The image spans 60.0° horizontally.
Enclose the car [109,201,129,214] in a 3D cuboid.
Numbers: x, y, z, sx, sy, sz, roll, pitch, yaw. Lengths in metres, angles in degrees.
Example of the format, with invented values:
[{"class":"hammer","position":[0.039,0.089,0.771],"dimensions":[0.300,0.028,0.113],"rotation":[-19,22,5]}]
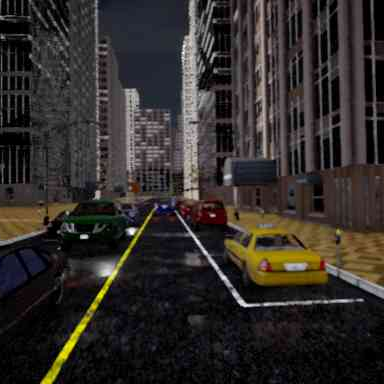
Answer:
[{"class":"car","position":[-9.315,1.953,42.871],"dimensions":[1.887,1.381,4.507],"rotation":[0,0,-5]}]

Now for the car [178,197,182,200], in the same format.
[{"class":"car","position":[-1.942,1.896,54.872],"dimensions":[1.887,1.381,4.507],"rotation":[0,0,-5]}]

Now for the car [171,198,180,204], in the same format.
[{"class":"car","position":[-3.885,2.060,77.353],"dimensions":[2.008,1.369,4.403],"rotation":[0,0,-5]}]

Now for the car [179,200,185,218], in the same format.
[{"class":"car","position":[0.001,1.735,32.390],"dimensions":[1.887,1.381,4.507],"rotation":[0,0,-5]}]

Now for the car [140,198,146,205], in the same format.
[{"class":"car","position":[-12.231,2.087,76.603],"dimensions":[1.967,1.590,4.097],"rotation":[0,0,-5]}]

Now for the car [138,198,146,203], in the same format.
[{"class":"car","position":[-13.202,2.274,87.846],"dimensions":[2.008,1.369,4.403],"rotation":[0,0,-5]}]

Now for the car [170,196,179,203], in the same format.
[{"class":"car","position":[-4.372,1.863,82.975],"dimensions":[2.192,1.841,5.009],"rotation":[0,0,-5]}]

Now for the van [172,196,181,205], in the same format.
[{"class":"van","position":[-3.401,1.812,71.733],"dimensions":[1.690,1.788,3.998],"rotation":[0,0,-5]}]

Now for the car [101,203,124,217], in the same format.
[{"class":"car","position":[-8.829,1.950,37.249],"dimensions":[1.802,1.307,4.206],"rotation":[0,0,-5]}]

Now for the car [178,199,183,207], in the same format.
[{"class":"car","position":[-0.485,1.813,38.010],"dimensions":[1.802,1.307,4.206],"rotation":[0,0,-5]}]

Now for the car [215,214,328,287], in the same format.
[{"class":"car","position":[1.963,1.544,9.242],"dimensions":[1.752,1.417,4.829],"rotation":[0,0,-5]}]

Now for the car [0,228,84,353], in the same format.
[{"class":"car","position":[-3.481,1.635,5.344],"dimensions":[2.033,1.411,5.357],"rotation":[-1,0,-5]}]

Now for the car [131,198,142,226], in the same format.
[{"class":"car","position":[-5.178,1.587,25.096],"dimensions":[2.097,1.767,4.553],"rotation":[-1,0,-5]}]

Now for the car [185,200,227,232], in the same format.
[{"class":"car","position":[0.970,1.422,21.151],"dimensions":[2.192,1.841,5.009],"rotation":[0,0,-5]}]

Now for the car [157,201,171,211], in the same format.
[{"class":"car","position":[-4.029,1.949,48.006],"dimensions":[1.895,1.301,4.718],"rotation":[-1,0,-4]}]

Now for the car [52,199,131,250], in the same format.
[{"class":"car","position":[-4.359,1.385,15.465],"dimensions":[2.150,2.045,5.566],"rotation":[-1,0,-5]}]

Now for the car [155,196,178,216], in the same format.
[{"class":"car","position":[-2.970,1.613,36.068],"dimensions":[2.097,1.767,4.553],"rotation":[-1,0,-5]}]

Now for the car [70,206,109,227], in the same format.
[{"class":"car","position":[-7.858,1.836,26.006],"dimensions":[2.008,1.369,4.403],"rotation":[0,0,-5]}]

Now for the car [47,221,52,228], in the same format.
[{"class":"car","position":[-7.372,1.810,20.385],"dimensions":[1.947,1.339,4.313],"rotation":[0,0,-5]}]
